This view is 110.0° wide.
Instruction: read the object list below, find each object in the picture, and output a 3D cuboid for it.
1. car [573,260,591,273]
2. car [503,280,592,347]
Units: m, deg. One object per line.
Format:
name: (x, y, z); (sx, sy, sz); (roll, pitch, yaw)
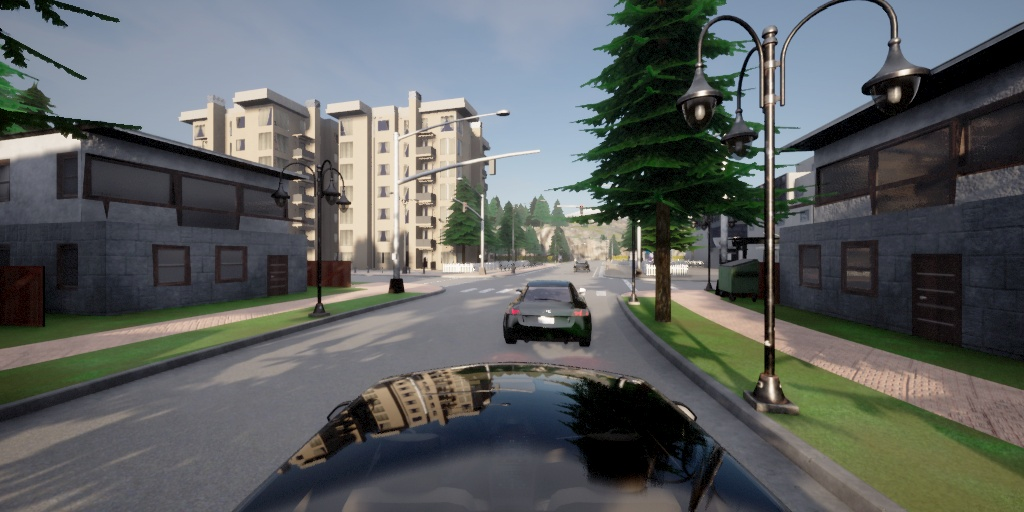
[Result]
car: (8.776, 1.276, 44.988); (2.128, 1.511, 4.902); (0, 0, 14)
car: (1.005, 1.314, 9.454); (1.994, 1.385, 4.181); (0, 0, 8)
